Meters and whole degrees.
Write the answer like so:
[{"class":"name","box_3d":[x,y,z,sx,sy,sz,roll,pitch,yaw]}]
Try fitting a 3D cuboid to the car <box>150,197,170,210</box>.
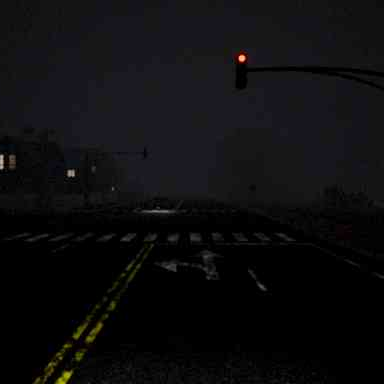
[{"class":"car","box_3d":[-3.421,1.202,36.269,2.033,1.411,5.357,0,1,0]}]
